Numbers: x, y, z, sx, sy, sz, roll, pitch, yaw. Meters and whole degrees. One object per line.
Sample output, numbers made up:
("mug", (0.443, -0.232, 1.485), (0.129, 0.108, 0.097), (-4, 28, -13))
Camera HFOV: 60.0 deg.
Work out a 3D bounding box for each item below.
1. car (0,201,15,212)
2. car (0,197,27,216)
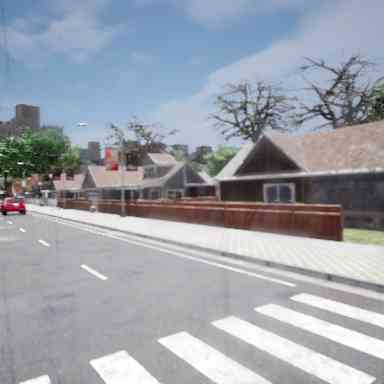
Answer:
("car", (-27.047, 2.105, 48.121), (2.033, 1.411, 5.357), (-2, 0, -34))
("car", (-21.133, 1.655, 39.522), (2.150, 2.045, 5.566), (-2, 0, -34))
